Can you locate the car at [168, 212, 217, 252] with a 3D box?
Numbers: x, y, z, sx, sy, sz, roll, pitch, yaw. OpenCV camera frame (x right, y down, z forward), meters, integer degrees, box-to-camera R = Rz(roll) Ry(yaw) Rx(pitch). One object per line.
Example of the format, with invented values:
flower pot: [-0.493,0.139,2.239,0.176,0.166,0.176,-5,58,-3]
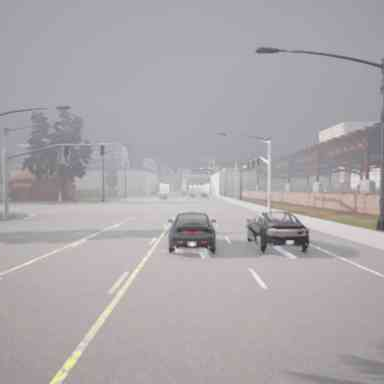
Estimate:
car: [0.011,1.607,14.330,1.837,1.490,4.892,0,0,0]

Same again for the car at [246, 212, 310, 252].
car: [3.510,1.593,14.325,2.128,1.511,4.902,0,0,0]

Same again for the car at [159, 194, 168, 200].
car: [-6.961,1.203,81.144,2.128,1.511,4.902,0,1,0]
